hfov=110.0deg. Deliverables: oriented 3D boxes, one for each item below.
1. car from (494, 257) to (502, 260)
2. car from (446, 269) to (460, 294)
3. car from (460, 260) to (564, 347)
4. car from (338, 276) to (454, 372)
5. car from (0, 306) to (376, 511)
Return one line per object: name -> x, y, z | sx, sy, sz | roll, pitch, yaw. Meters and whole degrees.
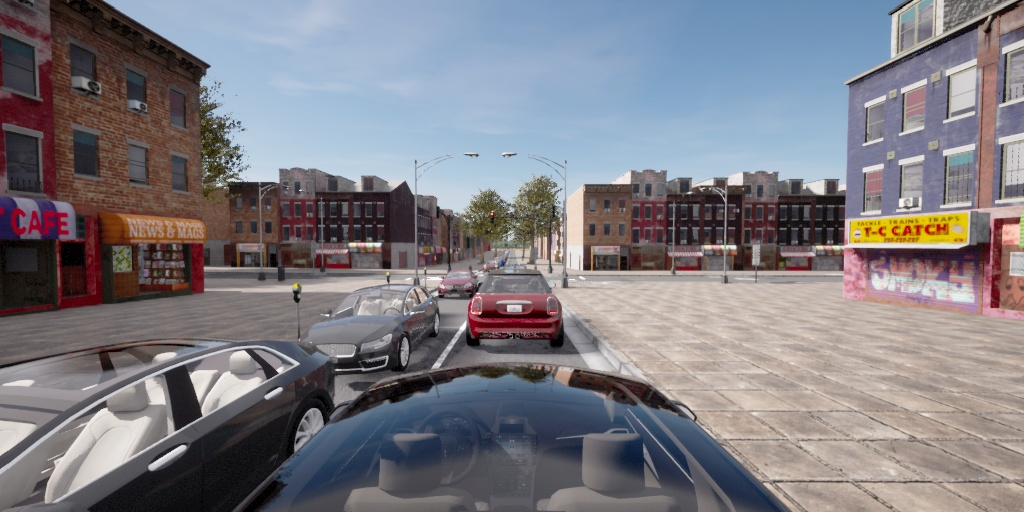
car -> -2.568, 1.233, 45.127 | 1.967, 1.591, 4.097 | 0, 0, 0
car -> -2.613, 1.332, 18.351 | 1.802, 1.307, 4.207 | 0, 0, 0
car -> 0.110, 1.099, 9.501 | 2.097, 1.767, 4.553 | 0, 0, 2
car -> -2.631, 1.298, 7.457 | 2.007, 1.370, 4.403 | 0, 0, 0
car -> -2.640, 1.300, 2.009 | 2.007, 1.370, 4.403 | 0, 0, 0
